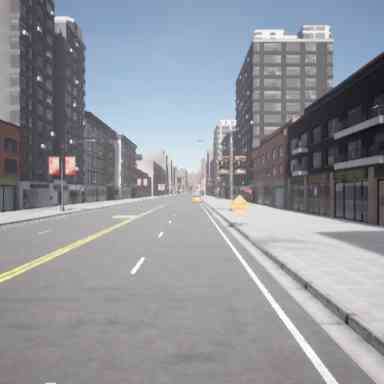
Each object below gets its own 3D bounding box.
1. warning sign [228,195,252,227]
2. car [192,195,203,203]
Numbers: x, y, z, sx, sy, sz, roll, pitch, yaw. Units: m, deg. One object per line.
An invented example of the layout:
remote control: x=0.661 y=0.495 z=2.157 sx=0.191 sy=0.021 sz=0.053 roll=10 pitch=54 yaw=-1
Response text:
warning sign: x=2.853 y=1.097 z=19.841 sx=1.300 sy=1.860 sz=1.060 roll=0 pitch=0 yaw=0
car: x=1.135 y=1.439 z=69.812 sx=2.097 sy=1.767 sz=4.553 roll=0 pitch=0 yaw=0
